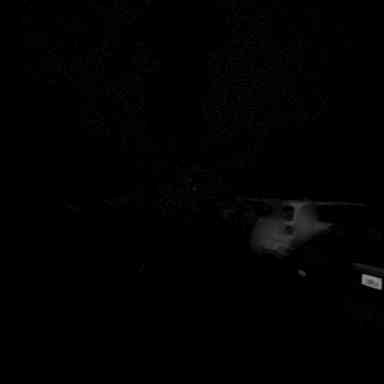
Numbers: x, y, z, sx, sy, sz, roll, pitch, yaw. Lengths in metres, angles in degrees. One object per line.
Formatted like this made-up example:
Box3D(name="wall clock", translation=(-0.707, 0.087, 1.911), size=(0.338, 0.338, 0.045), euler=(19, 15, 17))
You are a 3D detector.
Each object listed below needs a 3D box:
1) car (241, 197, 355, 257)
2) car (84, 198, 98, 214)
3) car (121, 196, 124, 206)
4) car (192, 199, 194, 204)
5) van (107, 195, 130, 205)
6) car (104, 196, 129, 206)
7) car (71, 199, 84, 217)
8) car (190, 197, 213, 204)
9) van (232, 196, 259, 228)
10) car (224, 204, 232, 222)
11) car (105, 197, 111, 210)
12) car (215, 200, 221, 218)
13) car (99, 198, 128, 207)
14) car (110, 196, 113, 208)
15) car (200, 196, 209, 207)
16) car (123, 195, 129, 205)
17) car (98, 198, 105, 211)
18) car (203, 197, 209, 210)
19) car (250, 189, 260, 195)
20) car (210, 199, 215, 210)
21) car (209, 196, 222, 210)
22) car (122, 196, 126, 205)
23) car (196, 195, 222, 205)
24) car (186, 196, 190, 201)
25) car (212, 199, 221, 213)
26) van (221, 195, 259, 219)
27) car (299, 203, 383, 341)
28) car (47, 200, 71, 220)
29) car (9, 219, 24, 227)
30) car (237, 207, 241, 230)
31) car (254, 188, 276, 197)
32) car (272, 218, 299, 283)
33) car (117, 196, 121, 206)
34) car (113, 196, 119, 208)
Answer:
Box3D(name="car", translation=(4.774, 1.305, 11.114), size=(5.566, 2.045, 2.435), euler=(1, -1, -20))
Box3D(name="car", translation=(-13.754, 1.792, 38.627), size=(4.792, 1.488, 2.163), euler=(-1, 0, -22))
Box3D(name="car", translation=(-14.561, 1.923, 56.391), size=(4.674, 1.452, 2.002), euler=(-1, 0, -23))
Box3D(name="car", translation=(3.136, 1.894, 65.374), size=(4.892, 1.521, 2.231), euler=(1, 0, -25))
Box3D(name="van", translation=(-15.649, 1.756, 71.203), size=(4.442, 1.987, 1.878), euler=(-1, -1, -25))
Box3D(name="car", translation=(-15.448, 1.837, 68.214), size=(4.553, 1.767, 2.185), euler=(-1, 0, -25))
Box3D(name="car", translation=(-13.575, 1.722, 32.718), size=(5.008, 1.535, 2.097), euler=(-1, 0, -21))
Box3D(name="car", translation=(2.221, 2.003, 77.379), size=(4.792, 1.488, 2.163), euler=(1, -1, -26))
Box3D(name="van", translation=(4.638, 1.367, 17.069), size=(4.442, 1.987, 1.878), euler=(1, 0, -20))
Box3D(name="car", translation=(4.765, 1.643, 20.137), size=(4.792, 1.488, 2.163), euler=(1, -1, -20))
Box3D(name="car", translation=(-13.927, 1.801, 44.563), size=(5.008, 1.535, 2.097), euler=(-1, 0, -22))
Box3D(name="car", translation=(4.886, 1.651, 26.220), size=(5.366, 1.575, 1.946), euler=(1, -1, -21))
Box3D(name="car", translation=(-15.393, 1.942, 65.173), size=(5.366, 1.575, 1.946), euler=(-1, 0, -24))
Box3D(name="car", translation=(-14.098, 1.697, 47.515), size=(4.553, 1.767, 2.185), euler=(-1, -1, -22))
Box3D(name="car", translation=(4.235, 1.781, 47.280), size=(5.008, 1.535, 2.097), euler=(1, 0, -23))
Box3D(name="car", translation=(-14.822, 1.918, 62.380), size=(5.366, 1.575, 1.946), euler=(-1, -1, -24))
Box3D(name="car", translation=(-13.793, 1.811, 41.621), size=(4.792, 1.488, 2.163), euler=(-1, -1, -22))
Box3D(name="car", translation=(4.445, 1.744, 41.246), size=(5.008, 1.535, 2.097), euler=(1, -1, -22))
Box3D(name="car", translation=(16.846, 0.765, 89.588), size=(2.002, 1.452, 4.674), euler=(-6, 4, -31))
Box3D(name="car", translation=(4.639, 1.690, 32.181), size=(4.892, 1.521, 2.231), euler=(1, -1, -21))
Box3D(name="car", translation=(4.577, 1.582, 35.201), size=(4.553, 1.767, 2.185), euler=(1, -1, -21))
Box3D(name="car", translation=(-14.765, 1.943, 59.345), size=(4.674, 1.452, 2.002), euler=(-1, 0, -24))
Box3D(name="car", translation=(4.069, 1.548, 50.285), size=(5.566, 2.045, 2.435), euler=(1, 0, -23))
Box3D(name="car", translation=(2.169, 1.943, 74.319), size=(5.366, 1.575, 1.946), euler=(1, 0, -26))
Box3D(name="car", translation=(4.699, 1.670, 29.163), size=(5.008, 1.535, 2.097), euler=(1, 0, -21))
Box3D(name="van", translation=(4.624, 1.405, 23.094), size=(4.442, 1.987, 1.878), euler=(1, 0, -20))
Box3D(name="car", translation=(4.777, 1.266, 5.106), size=(5.566, 2.045, 2.435), euler=(1, -1, -20))
Box3D(name="car", translation=(-13.509, 1.576, 29.764), size=(4.553, 1.767, 2.185), euler=(-1, 0, -21))
Box3D(name="car", translation=(-13.493, 1.391, 20.833), size=(5.566, 2.045, 2.435), euler=(-1, 0, -20))
Box3D(name="car", translation=(4.748, 1.575, 14.104), size=(5.008, 1.535, 2.097), euler=(1, 0, -20))
Box3D(name="car", translation=(19.792, 0.189, 90.113), size=(2.435, 2.045, 5.566), euler=(-7, 4, -30))
Box3D(name="car", translation=(4.751, 1.536, 8.093), size=(5.008, 1.535, 2.097), euler=(1, 0, -20))
Box3D(name="car", translation=(-14.354, 1.736, 53.447), size=(4.553, 1.767, 2.185), euler=(-1, 0, -23))
Box3D(name="car", translation=(-14.385, 1.841, 50.404), size=(5.366, 1.575, 1.946), euler=(-1, 0, -23))
